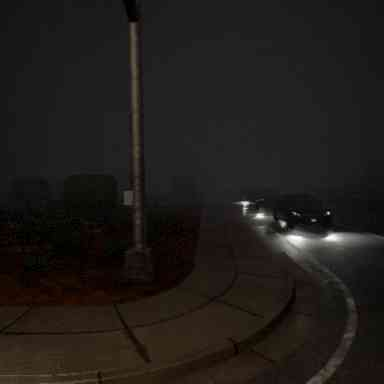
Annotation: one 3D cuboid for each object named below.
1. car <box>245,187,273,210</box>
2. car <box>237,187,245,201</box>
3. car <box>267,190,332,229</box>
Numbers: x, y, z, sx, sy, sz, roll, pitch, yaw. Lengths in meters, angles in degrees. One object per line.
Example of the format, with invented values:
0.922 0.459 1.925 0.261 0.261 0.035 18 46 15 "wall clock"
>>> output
5.514 0.446 25.339 1.882 1.535 5.008 -1 2 2 "car"
5.933 0.177 35.283 1.994 1.385 4.181 -1 2 3 "car"
5.149 0.824 16.134 1.812 1.442 4.674 -1 2 2 "car"
